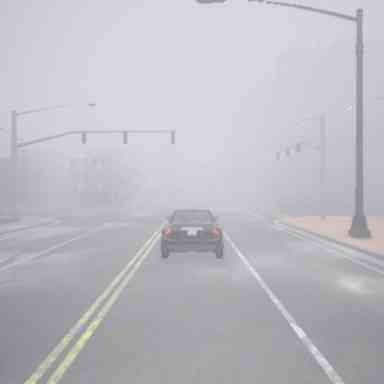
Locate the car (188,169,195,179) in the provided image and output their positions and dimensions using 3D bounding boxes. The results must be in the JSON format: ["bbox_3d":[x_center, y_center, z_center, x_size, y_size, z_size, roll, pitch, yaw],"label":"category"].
[{"bbox_3d":[-0.150,-4.831,91.205,2.097,1.767,4.553,0,12,0],"label":"car"}]

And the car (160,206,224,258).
[{"bbox_3d":[0.022,1.315,12.765,2.097,1.767,4.553,0,0,0],"label":"car"}]
